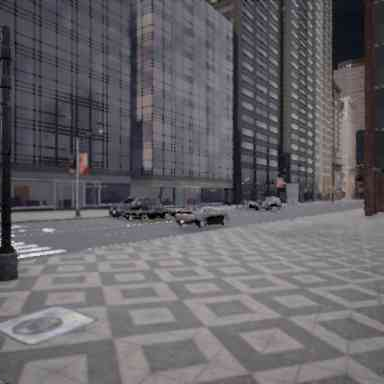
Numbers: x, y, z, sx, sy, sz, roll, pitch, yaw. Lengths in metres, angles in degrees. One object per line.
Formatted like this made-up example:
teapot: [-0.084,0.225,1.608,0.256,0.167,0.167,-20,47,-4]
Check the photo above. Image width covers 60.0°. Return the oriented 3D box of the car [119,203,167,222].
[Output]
car: [-3.593,1.827,28.306,1.895,1.301,4.718,0,-1,36]

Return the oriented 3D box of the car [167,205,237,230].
car: [0.815,1.705,23.141,2.128,1.511,4.902,0,-1,36]

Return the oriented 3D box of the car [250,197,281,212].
car: [11.097,1.791,48.504,2.150,2.045,5.566,0,-1,36]

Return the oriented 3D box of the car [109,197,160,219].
car: [-5.254,1.467,31.549,2.150,2.045,5.566,0,-1,36]

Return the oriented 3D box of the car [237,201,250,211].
car: [8.367,2.056,50.277,2.128,1.511,4.902,0,-1,36]
